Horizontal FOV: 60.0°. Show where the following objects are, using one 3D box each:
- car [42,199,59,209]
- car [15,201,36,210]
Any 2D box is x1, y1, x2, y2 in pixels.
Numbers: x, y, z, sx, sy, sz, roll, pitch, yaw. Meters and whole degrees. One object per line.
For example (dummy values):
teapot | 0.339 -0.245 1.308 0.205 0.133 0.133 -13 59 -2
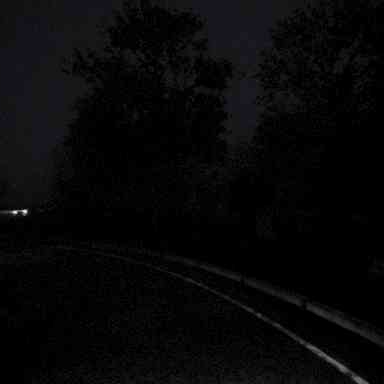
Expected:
car | -23.627 2.001 55.391 1.812 1.442 4.674 -1 0 -9
car | -26.990 2.139 53.834 1.895 1.301 4.718 -1 0 -9
